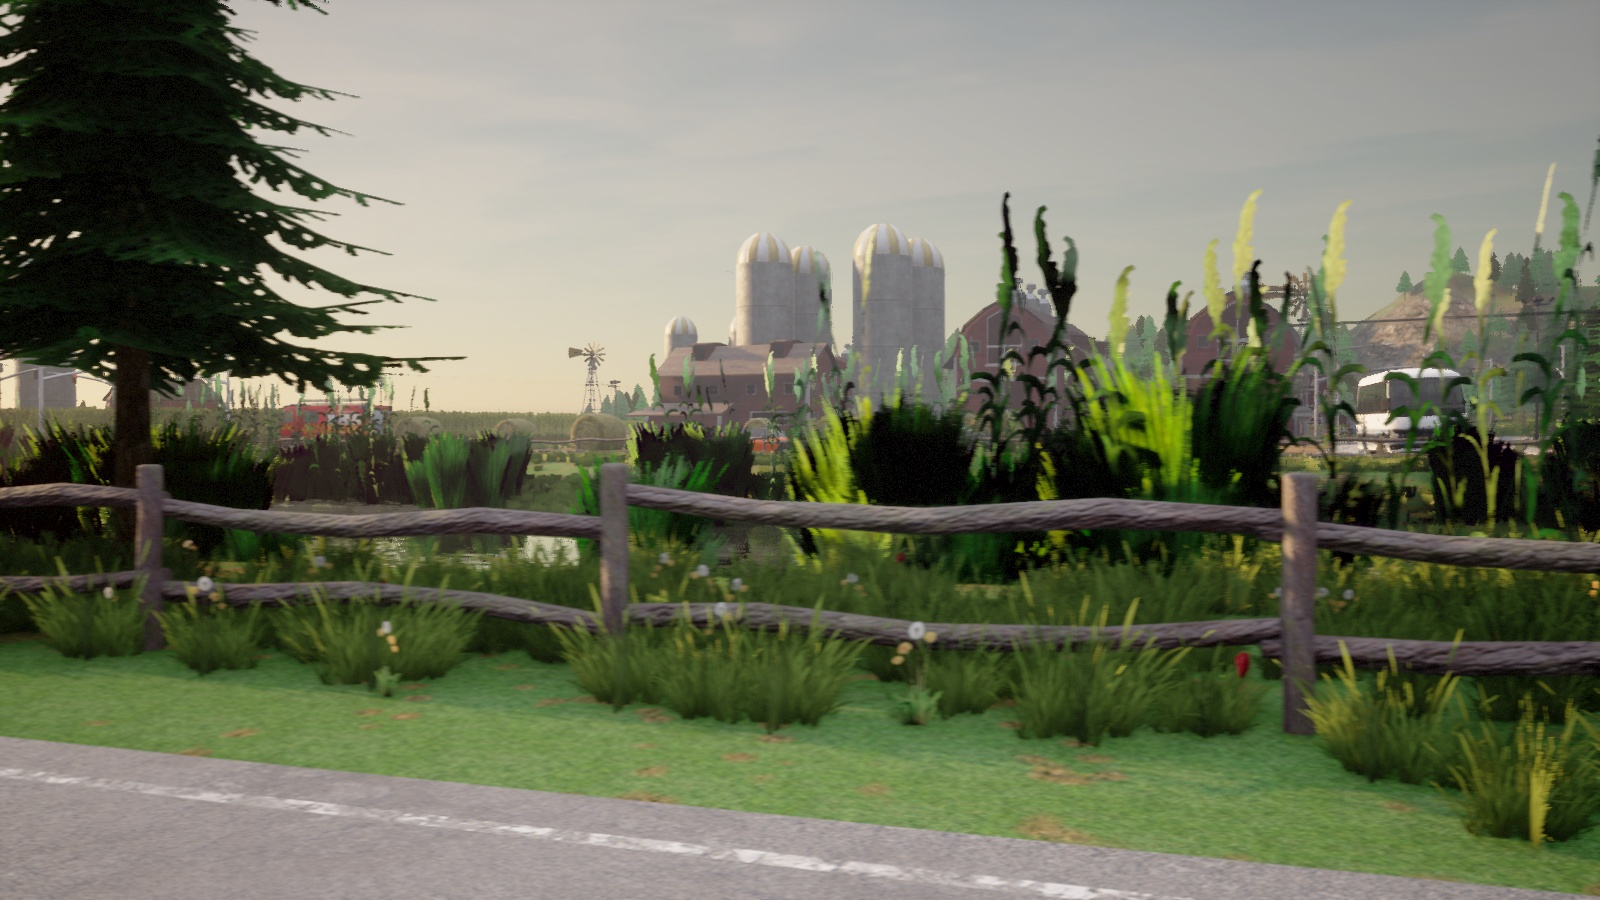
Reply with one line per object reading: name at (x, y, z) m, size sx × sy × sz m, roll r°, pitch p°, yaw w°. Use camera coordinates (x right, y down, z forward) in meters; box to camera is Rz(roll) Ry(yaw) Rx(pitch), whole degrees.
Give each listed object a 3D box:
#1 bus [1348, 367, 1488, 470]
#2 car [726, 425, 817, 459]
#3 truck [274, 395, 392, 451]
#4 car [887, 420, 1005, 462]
bus at (28.334, -1.387, 58.205) m, size 3.944 × 4.253 × 10.273 m, roll -2°, pitch 0°, yaw 16°
car at (-1.566, -0.450, 68.494) m, size 4.553 × 1.767 × 2.097 m, roll 1°, pitch 1°, yaw 28°
truck at (-33.118, -1.920, 89.022) m, size 8.468 × 3.827 × 2.891 m, roll 1°, pitch 1°, yaw 28°
car at (7.406, -0.480, 63.777) m, size 5.566 × 2.045 × 2.150 m, roll 1°, pitch 1°, yaw 28°
